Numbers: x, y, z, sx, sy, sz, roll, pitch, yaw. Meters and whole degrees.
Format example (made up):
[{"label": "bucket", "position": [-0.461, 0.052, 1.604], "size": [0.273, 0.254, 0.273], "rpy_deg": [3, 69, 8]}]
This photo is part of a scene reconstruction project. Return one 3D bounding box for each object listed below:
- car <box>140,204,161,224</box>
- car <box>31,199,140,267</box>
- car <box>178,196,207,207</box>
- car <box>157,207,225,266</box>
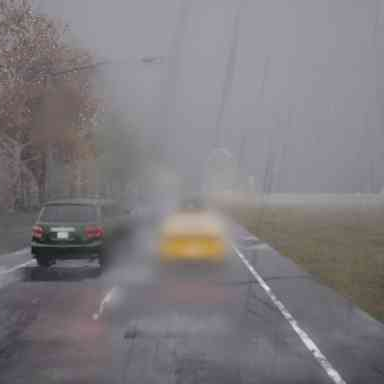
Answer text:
[{"label": "car", "position": [-3.469, 1.608, 25.557], "size": [2.033, 1.411, 5.357], "rpy_deg": [0, 0, 1]}, {"label": "car", "position": [-3.460, 1.250, 11.618], "size": [2.150, 2.045, 5.566], "rpy_deg": [0, 0, 0]}, {"label": "car", "position": [0.042, 1.286, 26.643], "size": [2.150, 2.045, 5.566], "rpy_deg": [0, 0, 1]}, {"label": "car", "position": [0.041, 1.506, 11.721], "size": [1.882, 1.535, 5.008], "rpy_deg": [0, 0, 0]}]
